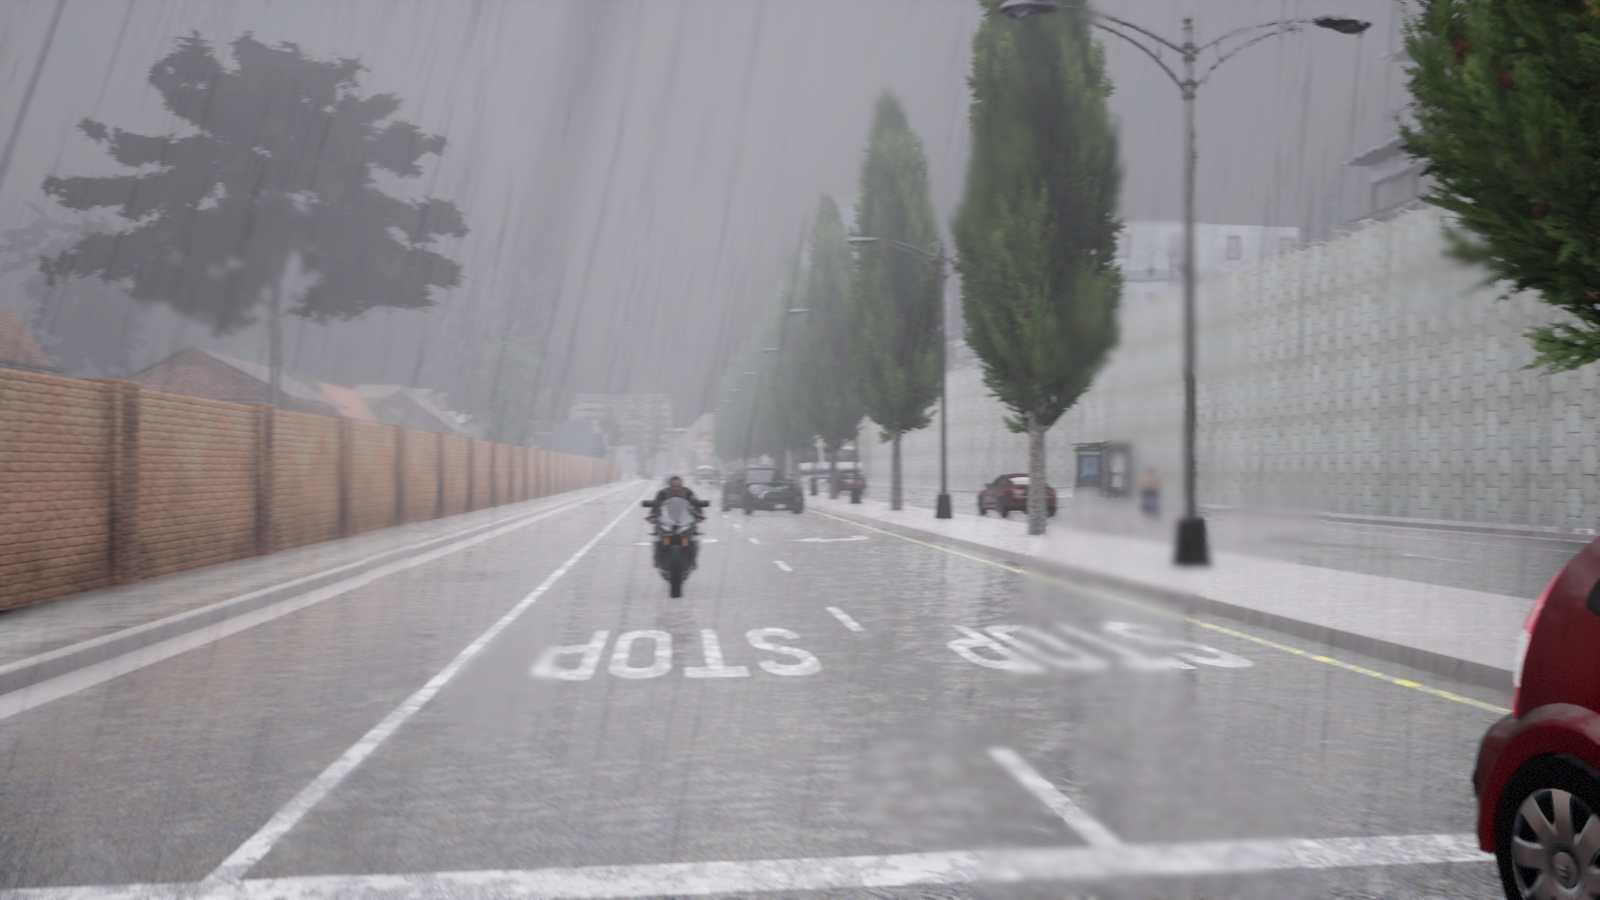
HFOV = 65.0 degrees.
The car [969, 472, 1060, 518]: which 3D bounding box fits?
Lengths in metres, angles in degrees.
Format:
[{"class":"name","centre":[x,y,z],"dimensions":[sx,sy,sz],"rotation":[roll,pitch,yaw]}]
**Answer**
[{"class":"car","centre":[7.147,1.463,42.355],"dimensions":[1.812,1.442,4.674],"rotation":[0,-1,-6]}]

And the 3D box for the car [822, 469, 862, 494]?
[{"class":"car","centre":[2.769,2.083,83.794],"dimensions":[2.033,1.649,4.856],"rotation":[-1,-1,-6]}]

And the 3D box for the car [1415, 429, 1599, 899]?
[{"class":"car","centre":[3.307,0.722,2.530],"dimensions":[1.851,1.617,3.988],"rotation":[0,-1,-6]}]

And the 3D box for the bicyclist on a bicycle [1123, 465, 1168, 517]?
[{"class":"bicyclist on a bicycle","centre":[10.930,1.296,39.803],"dimensions":[0.866,1.612,1.509],"rotation":[0,-1,-6]}]

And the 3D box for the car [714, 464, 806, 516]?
[{"class":"car","centre":[-1.521,1.431,45.512],"dimensions":[2.097,1.767,4.553],"rotation":[0,-1,-18]}]

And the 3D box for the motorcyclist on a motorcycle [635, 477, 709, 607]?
[{"class":"motorcyclist on a motorcycle","centre":[-1.657,1.130,16.226],"dimensions":[0.866,1.530,2.191],"rotation":[0,-1,-6]}]
